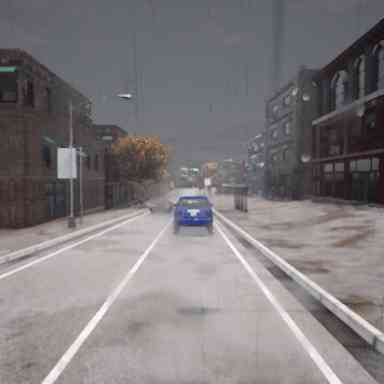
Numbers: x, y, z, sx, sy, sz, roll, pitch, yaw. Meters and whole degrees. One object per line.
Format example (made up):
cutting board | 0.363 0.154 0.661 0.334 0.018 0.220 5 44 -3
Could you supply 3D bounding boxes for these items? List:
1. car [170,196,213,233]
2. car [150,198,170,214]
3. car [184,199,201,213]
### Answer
car | 0.076 1.240 19.833 2.150 2.045 5.566 0 0 0
car | -3.239 1.411 35.746 2.097 1.767 4.553 0 0 0
car | 0.046 1.588 38.409 1.812 1.442 4.674 0 0 0
